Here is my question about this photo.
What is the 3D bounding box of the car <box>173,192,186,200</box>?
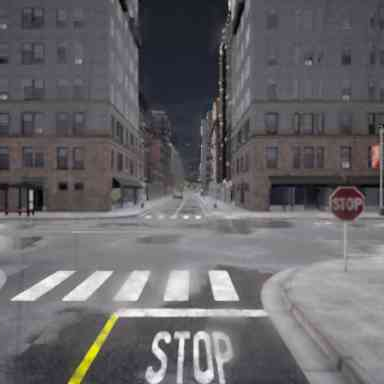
[{"bbox_3d":[-2.912,0.812,70.333,1.882,1.535,5.008,0,0,0],"label":"car"}]
